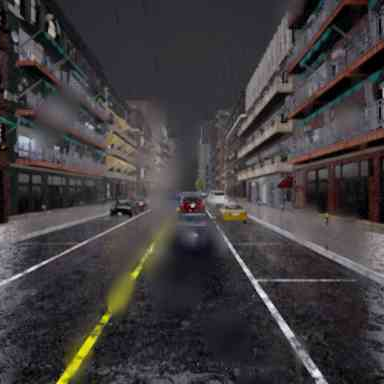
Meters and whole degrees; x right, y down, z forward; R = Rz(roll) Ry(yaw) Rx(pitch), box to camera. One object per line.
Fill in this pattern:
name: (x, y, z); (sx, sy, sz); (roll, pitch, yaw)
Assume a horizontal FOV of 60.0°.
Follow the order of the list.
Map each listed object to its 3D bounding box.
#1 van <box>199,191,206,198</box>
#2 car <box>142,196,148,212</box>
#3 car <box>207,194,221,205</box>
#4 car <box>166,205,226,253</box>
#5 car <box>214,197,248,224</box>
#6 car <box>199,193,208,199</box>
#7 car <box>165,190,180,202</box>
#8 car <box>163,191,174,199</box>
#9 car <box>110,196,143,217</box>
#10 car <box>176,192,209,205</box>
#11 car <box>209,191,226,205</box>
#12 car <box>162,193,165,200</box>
van: (2.749, 0.672, 84.936); (1.690, 1.788, 3.998); (0, 0, 0)
car: (-5.662, 1.144, 33.962); (1.967, 1.590, 4.097); (0, 0, 0)
car: (3.180, 1.109, 49.334); (1.812, 1.442, 4.674); (0, 0, 0)
car: (0.057, 1.445, 13.226); (1.994, 1.385, 4.181); (0, 1, 0)
car: (2.711, 1.322, 22.801); (1.752, 1.417, 4.829); (0, 0, 0)
car: (2.745, 0.919, 79.275); (2.008, 1.369, 4.403); (0, 0, 0)
car: (-3.016, 0.740, 58.158); (2.150, 2.045, 5.566); (0, 0, 1)
car: (-5.633, 0.684, 79.280); (2.192, 1.841, 5.009); (0, 0, 0)
car: (-5.666, 1.317, 28.302); (1.947, 1.339, 4.313); (0, 0, 0)
car: (0.063, 1.105, 27.943); (2.097, 1.767, 4.553); (0, 0, 0)
car: (3.133, 0.865, 42.362); (2.150, 2.045, 5.566); (0, 0, 0)
car: (-5.638, 0.952, 73.616); (1.887, 1.381, 4.507); (0, 0, 0)
